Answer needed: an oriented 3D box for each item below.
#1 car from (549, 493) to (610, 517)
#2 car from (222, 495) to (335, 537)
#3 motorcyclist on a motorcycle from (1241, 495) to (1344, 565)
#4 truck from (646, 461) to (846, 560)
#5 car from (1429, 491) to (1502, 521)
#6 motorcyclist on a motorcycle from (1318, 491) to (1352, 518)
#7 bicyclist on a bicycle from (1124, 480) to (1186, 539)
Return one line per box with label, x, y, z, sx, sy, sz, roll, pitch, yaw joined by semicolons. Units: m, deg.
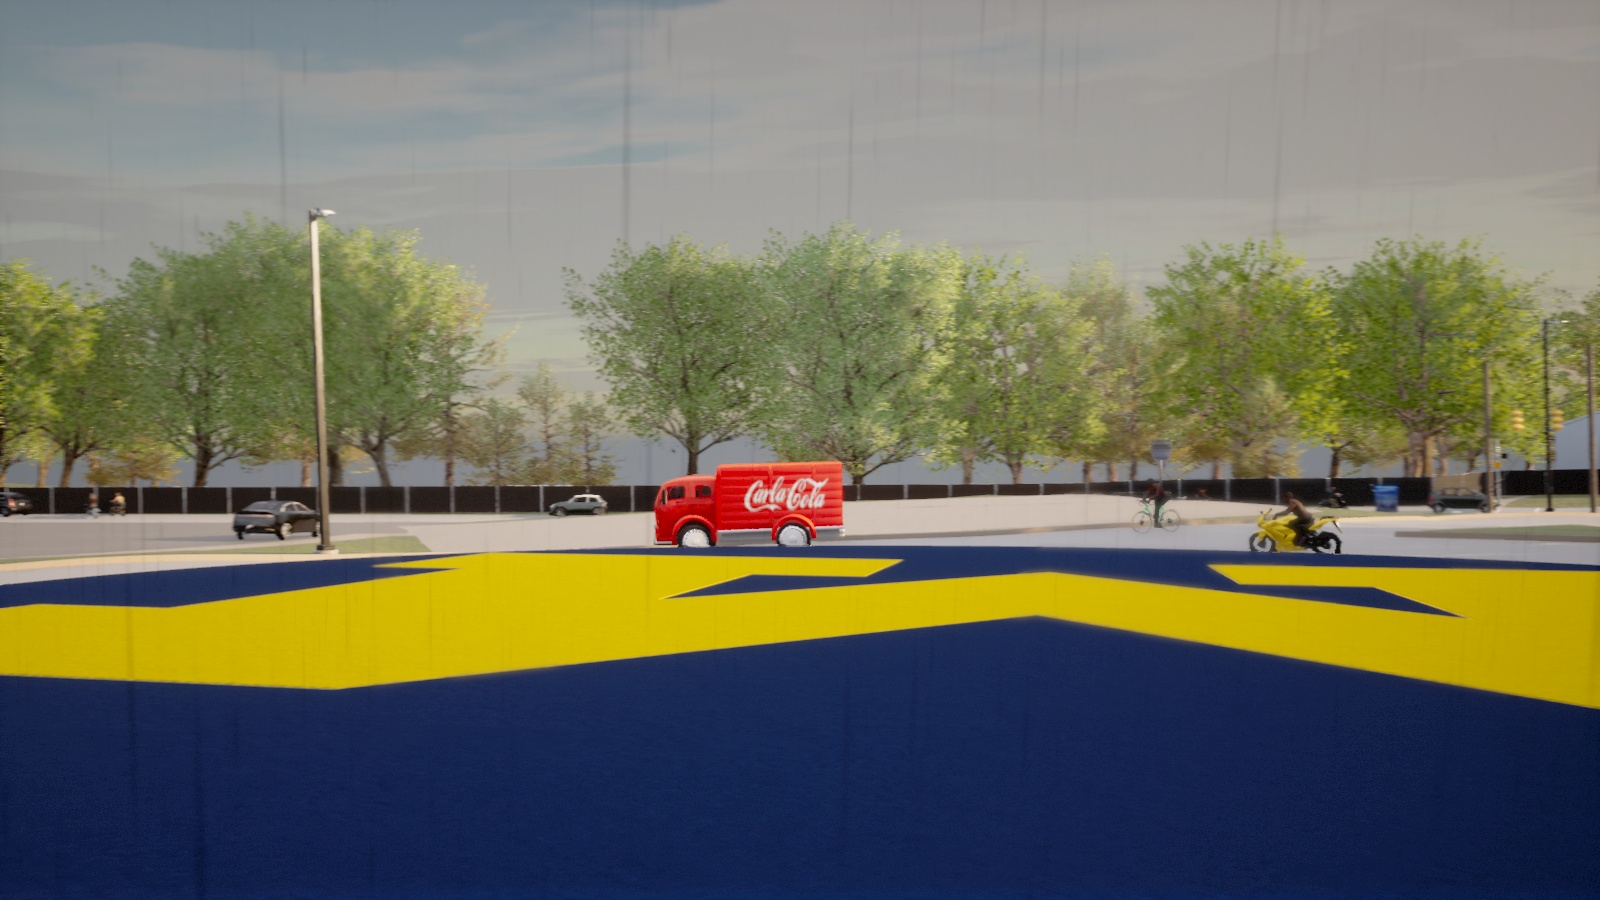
car;-14.753;3.646;84.007;3.806;1.475;1.970;0;1;-3
car;-20.404;2.566;49.433;2.128;1.511;4.902;1;-2;4
motorcyclist on a motorcycle;11.120;1.788;28.377;2.044;1.523;0.797;-1;-2;34
truck;-1.416;1.611;34.440;5.204;2.467;2.627;-2;0;1
car;39.036;3.276;73.676;3.705;1.549;1.789;0;1;31
motorcyclist on a motorcycle;32.657;3.299;76.698;1.817;1.590;0.866;-1;1;20
bicyclist on a bicycle;10.429;1.736;36.898;1.656;1.620;0.582;-1;1;-17
